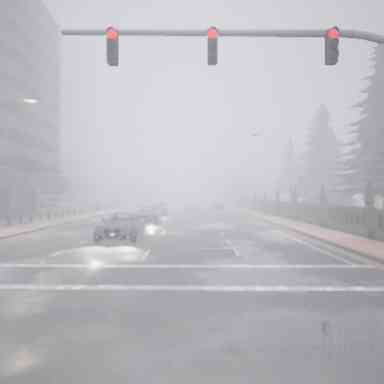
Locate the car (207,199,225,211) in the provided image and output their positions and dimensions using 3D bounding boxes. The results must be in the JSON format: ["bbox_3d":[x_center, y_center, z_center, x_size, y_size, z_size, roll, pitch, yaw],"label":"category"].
[{"bbox_3d":[3.599,1.888,47.081,1.882,1.535,5.008,0,0,0],"label":"car"}]

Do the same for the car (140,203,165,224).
[{"bbox_3d":[-3.576,1.821,26.870,1.994,1.385,4.181,0,0,1],"label":"car"}]

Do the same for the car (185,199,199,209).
[{"bbox_3d":[0.002,1.984,55.992,2.128,1.511,4.902,0,0,0],"label":"car"}]

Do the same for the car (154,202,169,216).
[{"bbox_3d":[-3.582,1.846,36.894,1.837,1.490,4.892,0,0,0],"label":"car"}]

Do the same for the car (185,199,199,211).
[{"bbox_3d":[0.001,1.893,46.742,1.882,1.535,5.008,0,0,0],"label":"car"}]

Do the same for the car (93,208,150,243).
[{"bbox_3d":[-3.589,1.738,16.978,1.994,1.385,4.181,0,0,0],"label":"car"}]
